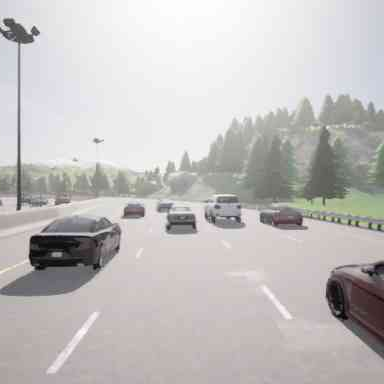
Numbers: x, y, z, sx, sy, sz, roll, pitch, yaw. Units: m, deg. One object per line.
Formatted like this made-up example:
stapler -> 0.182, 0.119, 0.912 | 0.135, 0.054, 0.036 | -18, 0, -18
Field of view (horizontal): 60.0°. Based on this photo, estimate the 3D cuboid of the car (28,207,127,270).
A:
car -> -3.617, 1.479, 11.147 | 1.882, 1.535, 5.008 | 0, 0, -2

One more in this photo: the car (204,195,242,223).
car -> 2.316, 1.222, 26.024 | 2.150, 2.045, 5.566 | 0, 0, -6

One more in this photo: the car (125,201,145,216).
car -> -5.498, 1.566, 31.924 | 1.994, 1.385, 4.181 | 0, 0, -8

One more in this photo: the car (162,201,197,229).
car -> -0.778, 1.548, 21.833 | 2.033, 1.411, 5.357 | 0, 0, -5

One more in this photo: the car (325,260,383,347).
car -> 3.556, 1.564, 4.699 | 1.994, 1.385, 4.181 | 0, 0, -1

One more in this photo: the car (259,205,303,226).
car -> 6.083, 1.564, 23.181 | 1.994, 1.385, 4.181 | 0, 0, -5

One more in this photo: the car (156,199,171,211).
car -> -3.364, 1.550, 40.841 | 2.033, 1.411, 5.357 | 0, 0, -10
